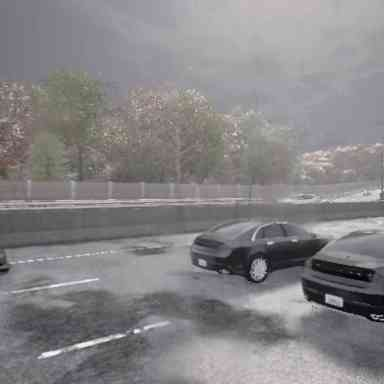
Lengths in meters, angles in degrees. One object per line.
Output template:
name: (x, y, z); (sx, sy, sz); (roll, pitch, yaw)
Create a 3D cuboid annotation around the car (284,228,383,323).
car: (4.270, 1.511, 6.795); (4.892, 1.490, 1.837); (0, 0, -36)

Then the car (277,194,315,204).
car: (12.210, 1.258, 38.390); (5.566, 2.045, 2.150); (0, 0, -35)

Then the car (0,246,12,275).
car: (-7.069, 1.548, 7.305); (5.357, 1.411, 2.033); (0, 0, -35)

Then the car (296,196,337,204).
car: (13.706, 1.529, 35.168); (4.902, 1.511, 2.128); (0, 0, -35)

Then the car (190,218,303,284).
car: (2.239, 1.511, 9.645); (4.892, 1.490, 1.837); (0, 0, -36)
